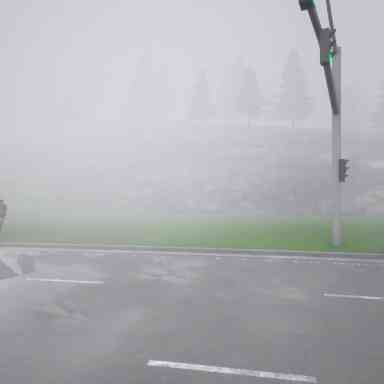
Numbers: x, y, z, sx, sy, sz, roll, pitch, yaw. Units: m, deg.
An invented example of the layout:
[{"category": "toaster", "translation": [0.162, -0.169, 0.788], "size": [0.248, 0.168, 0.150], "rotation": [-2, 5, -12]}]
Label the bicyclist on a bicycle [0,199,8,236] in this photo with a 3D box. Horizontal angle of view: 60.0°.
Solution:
[{"category": "bicyclist on a bicycle", "translation": [-9.341, 1.201, 16.265], "size": [0.582, 1.620, 1.656], "rotation": [4, 10, -36]}]
